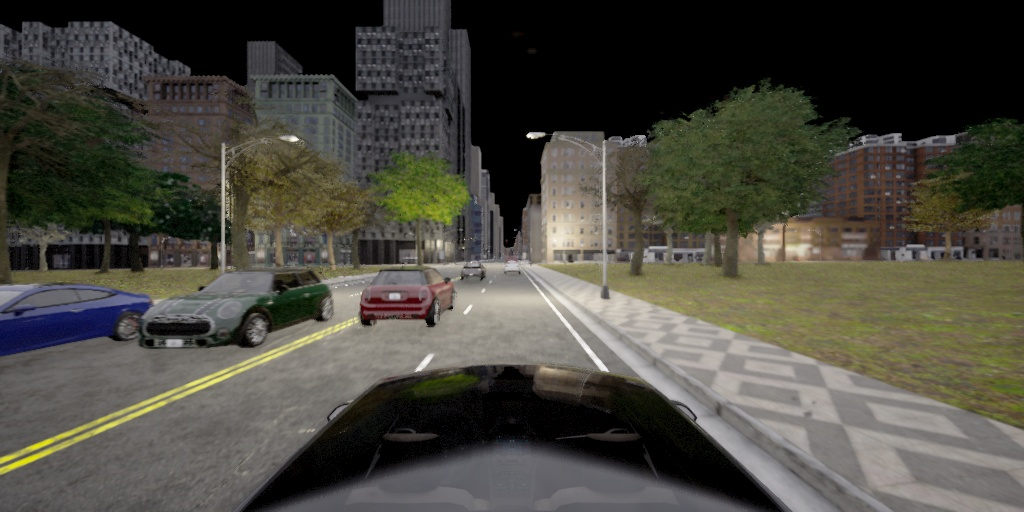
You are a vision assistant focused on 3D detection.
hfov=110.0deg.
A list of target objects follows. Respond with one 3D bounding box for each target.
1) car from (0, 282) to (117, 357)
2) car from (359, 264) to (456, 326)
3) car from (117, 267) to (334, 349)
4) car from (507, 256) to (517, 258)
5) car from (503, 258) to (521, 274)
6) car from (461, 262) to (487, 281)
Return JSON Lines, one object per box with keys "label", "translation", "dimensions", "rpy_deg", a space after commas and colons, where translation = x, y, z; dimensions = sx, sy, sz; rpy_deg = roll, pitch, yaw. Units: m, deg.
{"label": "car", "translation": [-9.858, 1.291, 7.149], "dimensions": [1.812, 1.442, 4.674], "rpy_deg": [0, 0, 0]}
{"label": "car", "translation": [-3.167, 1.110, 11.804], "dimensions": [2.097, 1.767, 4.553], "rpy_deg": [0, 0, 0]}
{"label": "car", "translation": [-6.612, 1.114, 9.265], "dimensions": [2.097, 1.767, 4.553], "rpy_deg": [0, 0, 0]}
{"label": "car", "translation": [-0.009, 1.038, 60.388], "dimensions": [2.150, 2.045, 5.566], "rpy_deg": [0, 0, 0]}
{"label": "car", "translation": [0.026, 1.309, 42.300], "dimensions": [1.812, 1.442, 4.674], "rpy_deg": [0, 0, 0]}
{"label": "car", "translation": [-3.202, 1.265, 30.554], "dimensions": [2.128, 1.511, 4.902], "rpy_deg": [0, 0, 0]}
